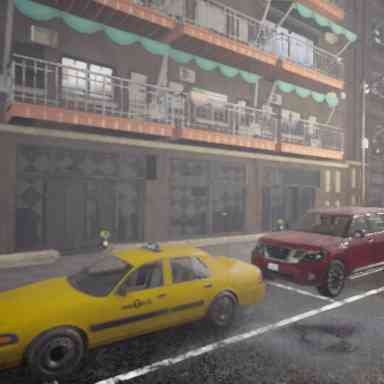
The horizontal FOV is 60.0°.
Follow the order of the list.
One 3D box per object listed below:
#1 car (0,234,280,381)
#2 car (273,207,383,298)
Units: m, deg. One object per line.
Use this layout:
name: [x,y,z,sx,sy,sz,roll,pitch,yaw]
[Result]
car: [-0.898,1.535,5.454,4.829,1.417,1.752,0,1,-35]
car: [3.859,1.351,8.845,5.009,1.841,2.192,0,1,-35]
